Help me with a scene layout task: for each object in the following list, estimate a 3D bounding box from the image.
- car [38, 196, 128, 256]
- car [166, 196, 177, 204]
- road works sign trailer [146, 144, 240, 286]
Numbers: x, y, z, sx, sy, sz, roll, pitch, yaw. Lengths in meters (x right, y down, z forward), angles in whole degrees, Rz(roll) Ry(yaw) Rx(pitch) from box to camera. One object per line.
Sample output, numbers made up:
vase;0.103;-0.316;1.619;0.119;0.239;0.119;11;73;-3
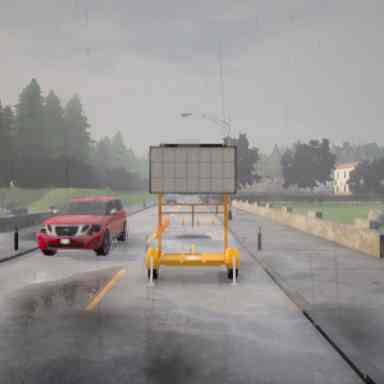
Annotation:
car;-4.062;1.210;13.428;2.150;2.045;5.566;0;0;0
car;-3.867;1.505;63.564;2.033;1.411;5.357;0;0;1
road works sign trailer;0.026;0.458;9.352;2.380;3.560;2.880;0;0;0
